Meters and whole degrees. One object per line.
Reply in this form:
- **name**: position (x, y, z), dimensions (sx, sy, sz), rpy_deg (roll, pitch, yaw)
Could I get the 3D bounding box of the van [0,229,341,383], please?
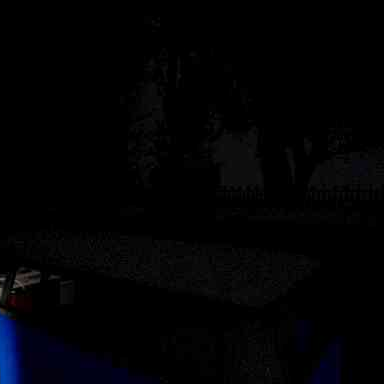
- **van**: position (-0.690, 1.341, 3.203), dimensions (3.998, 1.788, 1.690), rpy_deg (0, 0, 35)
